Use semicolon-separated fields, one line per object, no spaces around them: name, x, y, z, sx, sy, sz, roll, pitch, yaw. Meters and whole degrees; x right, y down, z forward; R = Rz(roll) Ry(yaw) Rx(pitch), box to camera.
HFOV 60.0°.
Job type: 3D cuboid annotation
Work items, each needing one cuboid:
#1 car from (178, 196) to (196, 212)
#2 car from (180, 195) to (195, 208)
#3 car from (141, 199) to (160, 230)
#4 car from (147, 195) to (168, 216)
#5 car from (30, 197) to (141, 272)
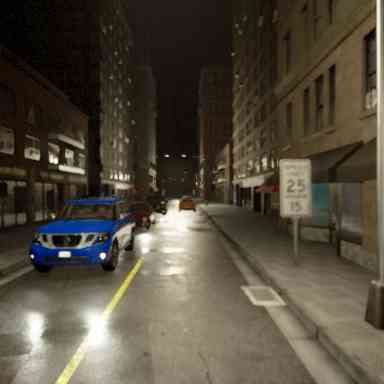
car;-0.542;1.455;37.957;1.882;1.535;5.008;0;0;-1
car;-0.698;1.323;49.224;2.097;1.767;4.553;0;0;-4
car;-3.443;1.478;21.498;1.882;1.535;5.008;0;0;-1
car;-3.555;1.322;32.936;2.150;2.045;5.566;0;0;-1
car;-3.275;1.228;11.187;2.150;2.045;5.566;0;0;-1
